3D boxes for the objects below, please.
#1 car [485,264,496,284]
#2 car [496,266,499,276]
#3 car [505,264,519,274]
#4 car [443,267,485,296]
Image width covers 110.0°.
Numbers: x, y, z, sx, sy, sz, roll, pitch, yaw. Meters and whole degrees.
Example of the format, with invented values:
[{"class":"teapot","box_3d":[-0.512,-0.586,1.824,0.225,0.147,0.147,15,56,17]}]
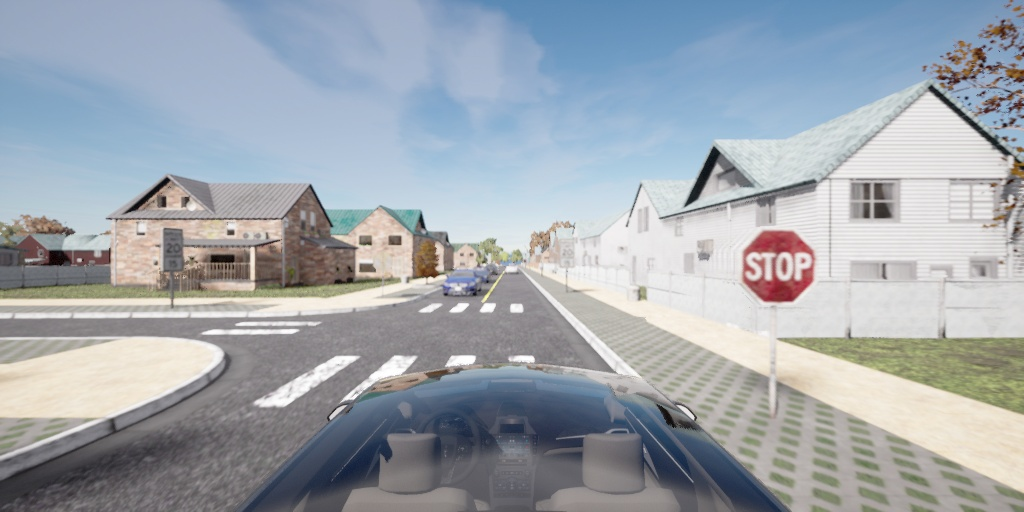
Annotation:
[{"class":"car","box_3d":[-2.853,1.662,32.114,2.033,1.411,5.357,0,-1,0]},{"class":"car","box_3d":[-2.830,1.841,48.108,1.837,1.490,4.892,0,-1,0]},{"class":"car","box_3d":[-0.008,1.927,52.538,1.812,1.442,4.674,0,-1,0]},{"class":"car","box_3d":[-2.851,1.504,21.270,1.812,1.442,4.674,0,-1,0]}]
